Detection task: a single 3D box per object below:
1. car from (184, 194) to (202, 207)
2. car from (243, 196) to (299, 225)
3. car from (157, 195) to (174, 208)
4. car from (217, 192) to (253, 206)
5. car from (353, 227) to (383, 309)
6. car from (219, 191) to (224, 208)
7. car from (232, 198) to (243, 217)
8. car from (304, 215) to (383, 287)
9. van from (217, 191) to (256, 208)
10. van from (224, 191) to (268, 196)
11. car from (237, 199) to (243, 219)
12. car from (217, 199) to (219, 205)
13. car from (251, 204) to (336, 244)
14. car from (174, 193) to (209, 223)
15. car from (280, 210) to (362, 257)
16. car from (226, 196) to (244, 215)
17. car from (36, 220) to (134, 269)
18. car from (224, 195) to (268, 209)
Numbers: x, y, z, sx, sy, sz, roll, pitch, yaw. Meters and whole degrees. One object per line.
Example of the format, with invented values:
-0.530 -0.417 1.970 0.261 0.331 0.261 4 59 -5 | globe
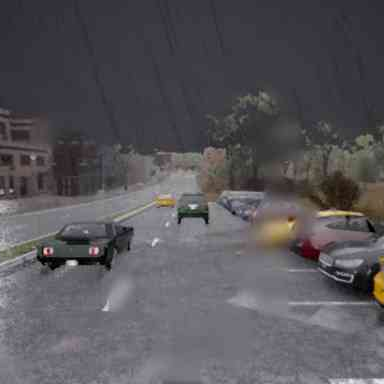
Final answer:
0.104 1.058 42.740 2.128 1.511 4.902 0 1 0 | car
5.511 1.269 18.864 4.553 1.767 2.185 0 1 0 | car
-3.142 1.080 40.959 1.882 1.535 5.008 0 1 0 | car
5.578 0.901 43.661 4.553 1.767 2.185 0 1 0 | car
5.533 1.469 5.097 5.008 1.535 2.097 0 0 0 | car
5.515 1.059 35.525 4.553 1.767 2.185 0 1 0 | car
5.546 1.378 24.380 4.674 1.452 2.002 0 1 0 | car
5.545 1.461 7.851 4.892 1.521 2.231 0 0 0 | car
5.431 0.860 40.907 4.442 1.987 1.878 0 1 0 | van
5.662 1.004 32.639 4.442 1.987 1.878 0 1 0 | van
5.540 1.407 21.627 4.674 1.452 2.002 0 1 0 | car
5.541 1.139 38.154 4.892 1.521 2.231 0 1 0 | car
5.355 1.431 13.361 5.366 1.575 1.946 0 0 0 | car
0.079 1.082 24.266 2.150 2.045 5.566 0 1 0 | car
5.569 1.479 10.601 4.792 1.488 2.163 0 0 0 | car
5.514 1.336 27.138 4.792 1.488 2.163 0 1 0 | car
-3.153 1.568 10.947 1.895 1.301 4.718 0 0 0 | car
5.574 1.297 29.890 4.792 1.488 2.163 0 1 0 | car
